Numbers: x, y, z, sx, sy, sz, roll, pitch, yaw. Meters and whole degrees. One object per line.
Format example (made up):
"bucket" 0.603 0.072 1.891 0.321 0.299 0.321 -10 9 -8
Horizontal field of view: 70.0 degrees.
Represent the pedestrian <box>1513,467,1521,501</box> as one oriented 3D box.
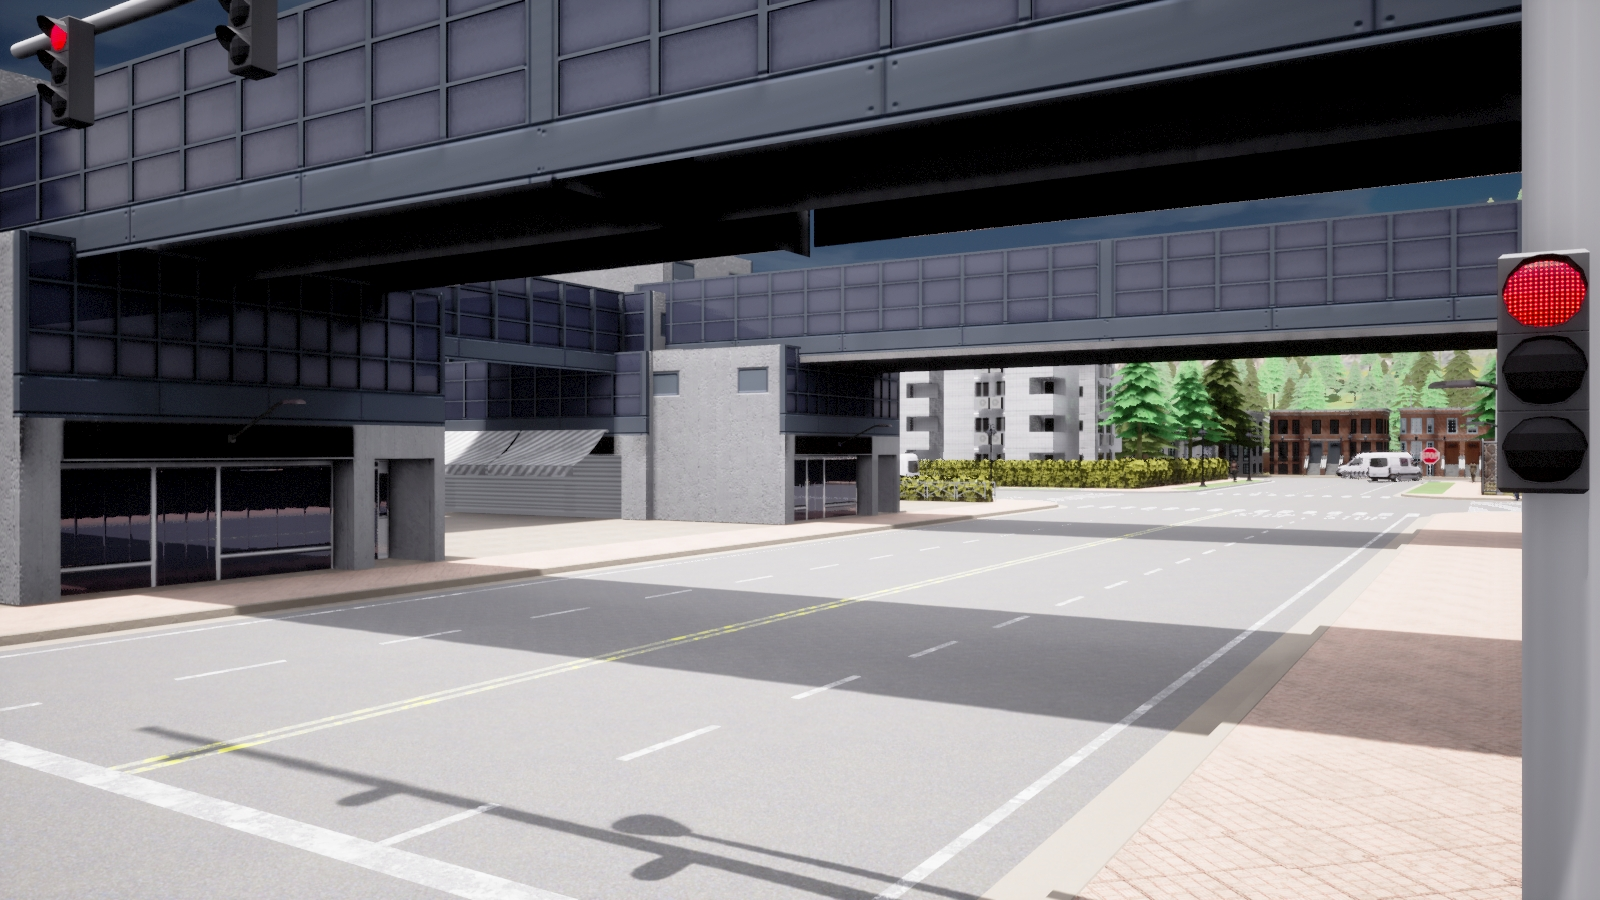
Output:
"pedestrian" 38.935 1.849 62.054 0.375 1.860 0.375 0 0 32
